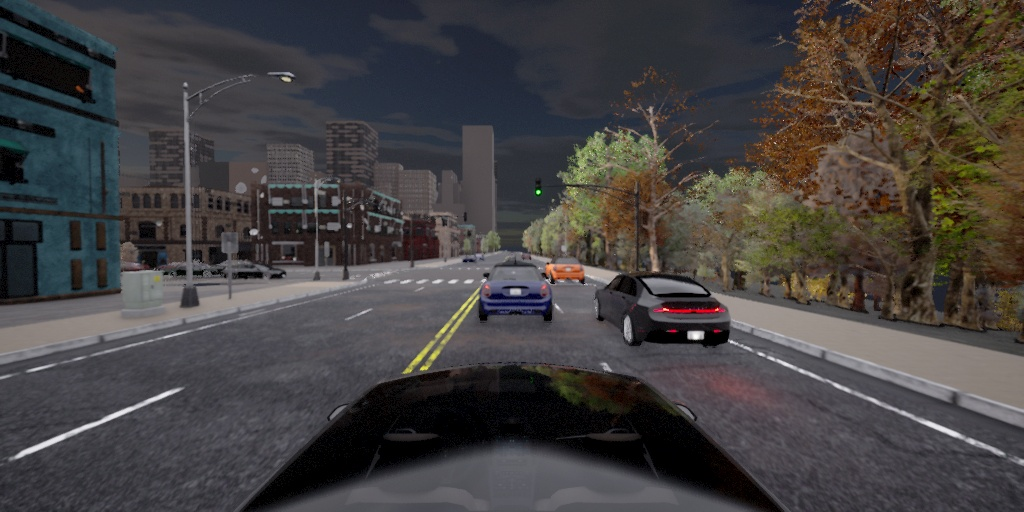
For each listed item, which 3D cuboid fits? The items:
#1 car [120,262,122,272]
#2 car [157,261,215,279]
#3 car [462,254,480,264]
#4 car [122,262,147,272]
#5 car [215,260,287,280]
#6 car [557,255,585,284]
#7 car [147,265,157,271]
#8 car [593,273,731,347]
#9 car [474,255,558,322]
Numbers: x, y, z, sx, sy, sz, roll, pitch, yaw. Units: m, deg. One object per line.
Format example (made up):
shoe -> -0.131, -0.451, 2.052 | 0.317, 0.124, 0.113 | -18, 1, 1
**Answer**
car -> -33.820, 1.225, 28.058 | 4.097, 1.591, 1.967 | 0, 0, 0
car -> -26.827, 1.244, 30.624 | 4.718, 1.301, 1.895 | -1, 1, 0
car -> -6.554, 0.579, 55.740 | 1.895, 1.301, 4.718 | 0, 1, 0
car -> -39.345, 1.228, 36.446 | 4.207, 1.307, 1.802 | 0, 0, 0
car -> -19.943, 1.195, 27.915 | 4.313, 1.339, 1.948 | 0, 0, 0
car -> 3.353, 0.792, 23.486 | 2.097, 1.767, 4.553 | 0, 1, 0
car -> -33.810, 1.166, 36.437 | 4.207, 1.307, 1.802 | 0, 0, 0
car -> 3.351, 1.152, 8.948 | 1.837, 1.490, 4.892 | 0, 1, 0
car -> 0.101, 0.958, 11.814 | 2.097, 1.767, 4.553 | 0, 1, 0
